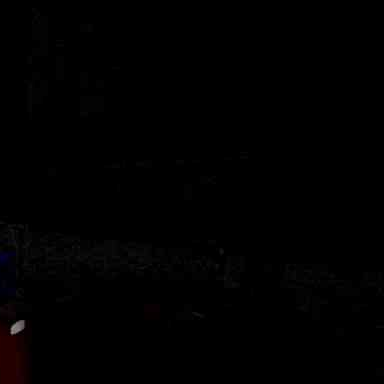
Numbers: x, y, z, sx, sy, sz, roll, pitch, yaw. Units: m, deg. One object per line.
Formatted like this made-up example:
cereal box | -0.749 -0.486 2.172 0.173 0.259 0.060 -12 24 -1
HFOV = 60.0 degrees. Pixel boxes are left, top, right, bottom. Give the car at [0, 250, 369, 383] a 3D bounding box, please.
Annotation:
car | -0.649 1.547 3.430 4.507 1.381 1.887 0 0 35

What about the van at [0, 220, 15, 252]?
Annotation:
van | -5.211 1.349 6.683 3.998 1.788 1.690 0 0 35
